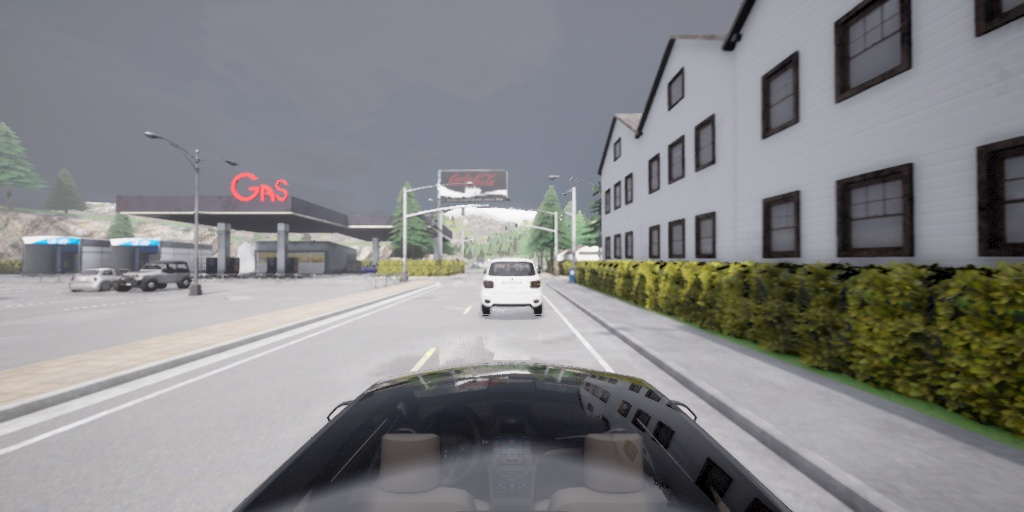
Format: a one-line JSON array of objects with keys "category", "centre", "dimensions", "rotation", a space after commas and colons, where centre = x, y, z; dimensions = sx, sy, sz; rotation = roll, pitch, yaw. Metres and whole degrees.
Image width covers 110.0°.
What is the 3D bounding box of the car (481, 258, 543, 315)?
[{"category": "car", "centre": [0.008, 1.114, 14.390], "dimensions": [2.150, 2.045, 5.566], "rotation": [0, 0, 0]}]
